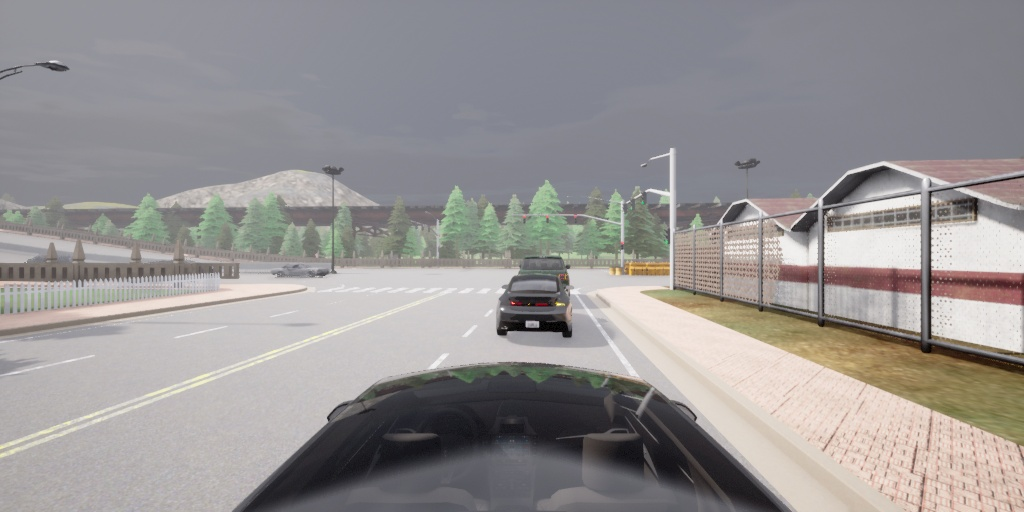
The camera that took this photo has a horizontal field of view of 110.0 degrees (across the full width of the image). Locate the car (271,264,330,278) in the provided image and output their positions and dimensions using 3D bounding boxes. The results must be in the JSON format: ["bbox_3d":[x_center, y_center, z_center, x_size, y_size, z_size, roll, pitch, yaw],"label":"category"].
[{"bbox_3d":[-19.519,1.348,33.233,4.718,1.301,1.895,0,0,4],"label":"car"}]

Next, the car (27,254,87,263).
[{"bbox_3d":[-38.928,0.769,31.099,4.553,1.767,2.097,3,0,4],"label":"car"}]

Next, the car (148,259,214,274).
[{"bbox_3d":[-27.298,1.090,30.270,4.553,1.767,2.097,0,0,4],"label":"car"}]

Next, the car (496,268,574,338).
[{"bbox_3d":[0.706,1.255,10.289,1.837,1.490,4.892,0,0,6],"label":"car"}]

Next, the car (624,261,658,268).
[{"bbox_3d":[15.786,1.350,41.499,4.718,1.301,1.895,0,0,4],"label":"car"}]

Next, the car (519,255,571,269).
[{"bbox_3d":[1.467,0.971,16.300,2.150,2.045,5.566,0,0,7],"label":"car"}]
